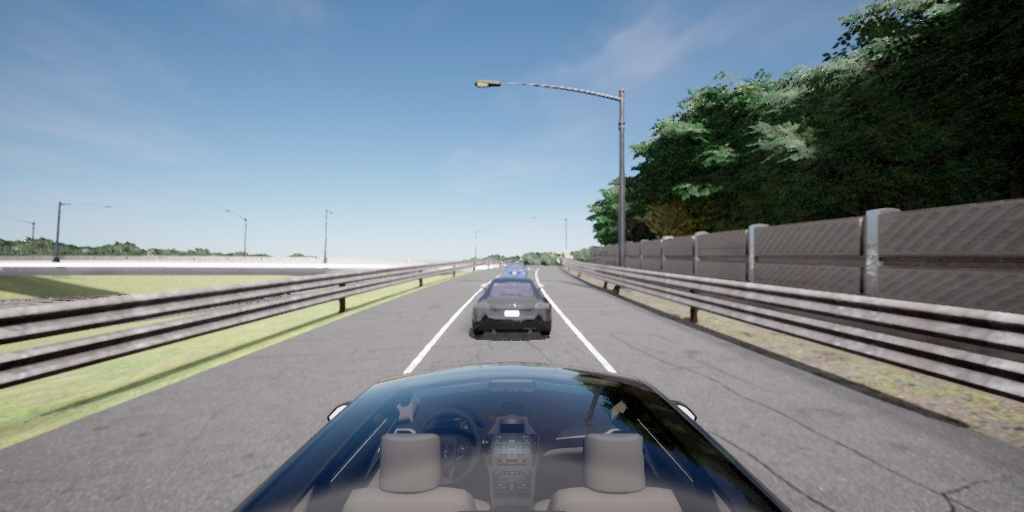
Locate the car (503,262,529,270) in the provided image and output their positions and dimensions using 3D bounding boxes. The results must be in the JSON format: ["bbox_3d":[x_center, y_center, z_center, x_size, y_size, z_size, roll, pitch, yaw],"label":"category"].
[{"bbox_3d":[0.299,1.181,26.915,2.033,1.411,5.357,0,0,3],"label":"car"}]

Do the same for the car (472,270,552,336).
[{"bbox_3d":[0.005,1.277,10.248,1.994,1.385,4.181,0,0,0],"label":"car"}]
